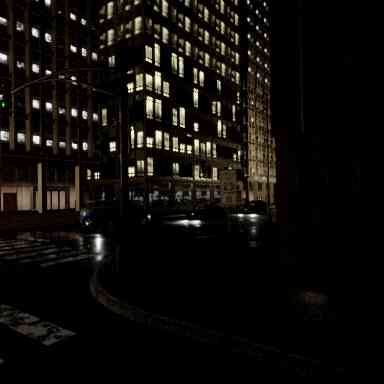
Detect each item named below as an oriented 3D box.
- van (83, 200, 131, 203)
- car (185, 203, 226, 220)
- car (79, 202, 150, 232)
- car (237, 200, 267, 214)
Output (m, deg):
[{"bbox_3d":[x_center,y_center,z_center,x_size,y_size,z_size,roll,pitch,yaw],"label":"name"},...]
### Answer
[{"bbox_3d":[-5.989,1.460,23.505,1.690,1.788,3.998,-2,-1,36],"label":"van"},{"bbox_3d":[1.215,1.649,29.072,1.994,1.385,4.181,-1,-1,36],"label":"car"},{"bbox_3d":[-4.647,1.571,20.970,1.837,1.490,4.892,-1,-1,33],"label":"car"},{"bbox_3d":[7.114,1.631,37.259,1.812,1.442,4.674,-1,-1,36],"label":"car"}]
